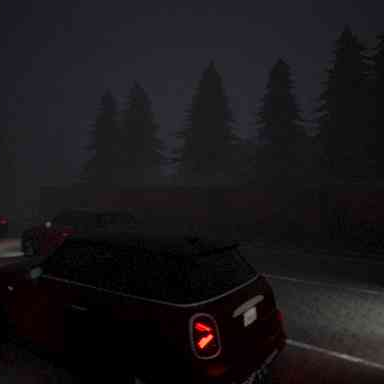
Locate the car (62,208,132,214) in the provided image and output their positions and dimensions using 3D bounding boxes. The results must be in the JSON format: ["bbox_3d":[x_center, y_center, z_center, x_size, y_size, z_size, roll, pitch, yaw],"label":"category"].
[{"bbox_3d":[-3.561,1.305,10.817,4.553,1.767,2.097,0,0,35],"label":"car"}]

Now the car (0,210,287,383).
[{"bbox_3d":[-1.112,1.334,4.776,4.553,1.767,2.097,0,0,35],"label":"car"}]
